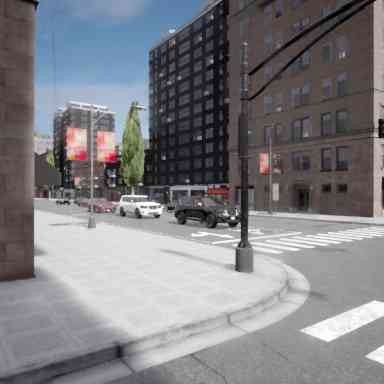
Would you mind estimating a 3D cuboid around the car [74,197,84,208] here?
[{"bbox_3d":[-17.058,1.731,53.687,1.812,1.442,4.674,0,-1,-36],"label":"car"}]

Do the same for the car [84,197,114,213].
[{"bbox_3d":[-10.601,1.492,38.878,2.097,1.767,4.553,0,0,-36],"label":"car"}]

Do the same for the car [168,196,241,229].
[{"bbox_3d":[0.928,1.286,22.893,2.150,2.045,5.566,0,0,-36],"label":"car"}]

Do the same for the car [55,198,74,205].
[{"bbox_3d":[-25.310,1.856,65.113,1.895,1.301,4.718,0,0,-36],"label":"car"}]

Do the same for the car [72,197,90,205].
[{"bbox_3d":[-22.136,1.748,66.269,2.128,1.511,4.902,0,0,-36],"label":"car"}]

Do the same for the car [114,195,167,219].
[{"bbox_3d":[-4.942,1.325,31.027,2.150,2.045,5.566,0,0,-36],"label":"car"}]
